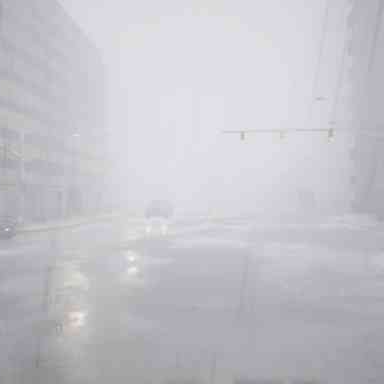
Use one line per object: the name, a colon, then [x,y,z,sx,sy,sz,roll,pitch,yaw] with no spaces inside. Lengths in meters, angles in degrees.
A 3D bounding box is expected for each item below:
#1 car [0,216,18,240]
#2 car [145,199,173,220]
car: [-11.709,1.985,17.765,4.181,1.385,1.994,-1,-1,6]
car: [-3.320,1.748,34.873,2.150,2.045,5.566,-1,-1,6]
